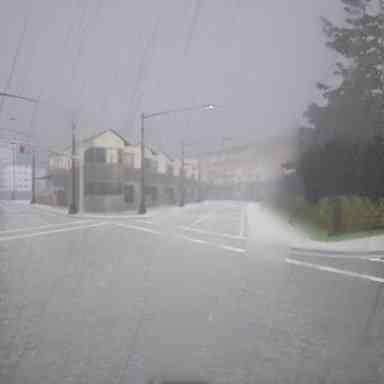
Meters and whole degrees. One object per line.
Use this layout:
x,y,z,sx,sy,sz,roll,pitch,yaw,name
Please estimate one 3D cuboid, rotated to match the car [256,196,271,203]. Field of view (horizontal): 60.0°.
18.445,1.905,85.115,1.882,1.535,5.008,0,0,-36,car
